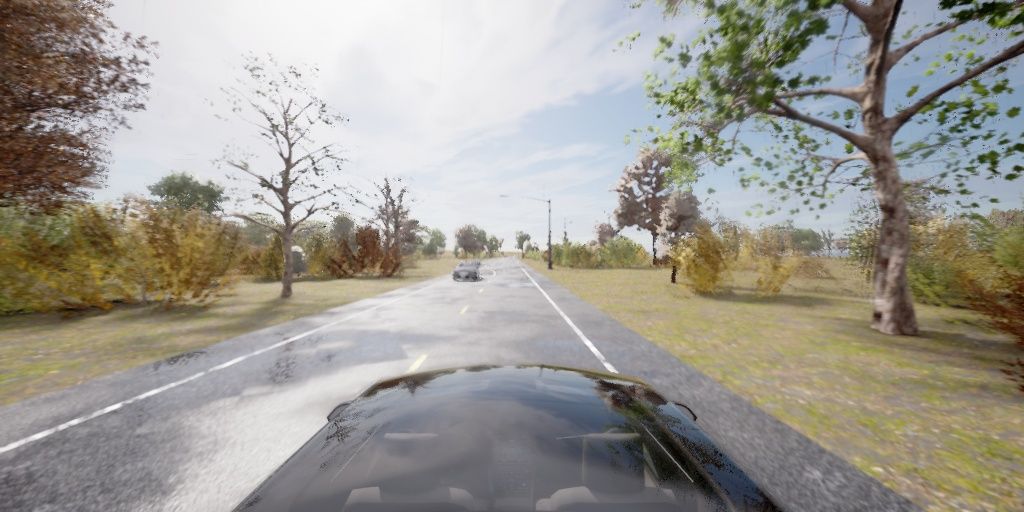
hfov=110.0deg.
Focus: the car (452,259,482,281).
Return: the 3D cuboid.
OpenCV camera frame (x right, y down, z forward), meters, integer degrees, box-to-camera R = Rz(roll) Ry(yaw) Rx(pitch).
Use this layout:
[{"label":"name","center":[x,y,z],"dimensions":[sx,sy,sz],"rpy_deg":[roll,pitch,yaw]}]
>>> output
[{"label":"car","center":[-3.685,1.233,29.434],"dimensions":[2.128,1.511,4.902],"rpy_deg":[0,0,0]}]
